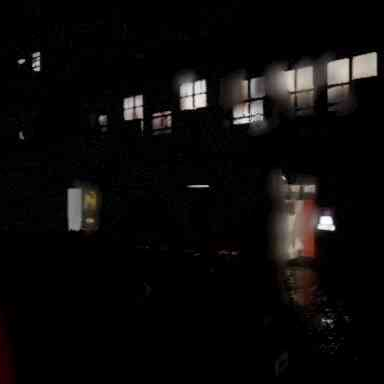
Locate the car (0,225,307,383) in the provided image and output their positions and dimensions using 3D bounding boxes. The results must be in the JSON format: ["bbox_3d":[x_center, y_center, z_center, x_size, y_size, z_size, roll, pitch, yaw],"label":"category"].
[{"bbox_3d":[-1.297,1.331,3.799,5.009,1.841,2.192,0,0,36],"label":"car"}]
